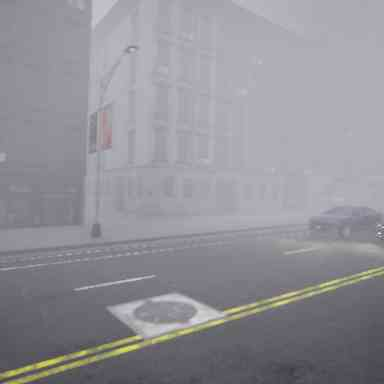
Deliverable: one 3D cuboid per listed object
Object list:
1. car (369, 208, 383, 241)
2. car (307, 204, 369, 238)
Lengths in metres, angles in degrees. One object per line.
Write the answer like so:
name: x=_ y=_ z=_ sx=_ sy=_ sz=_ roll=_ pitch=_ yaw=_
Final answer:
car: x=10.237 y=1.441 z=14.987 sx=4.892 sy=1.490 sz=1.837 roll=0 pitch=0 yaw=-35
car: x=8.119 y=1.415 z=17.467 sx=5.008 sy=1.535 sz=1.882 roll=0 pitch=0 yaw=-36
